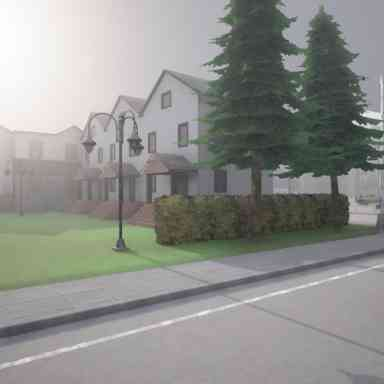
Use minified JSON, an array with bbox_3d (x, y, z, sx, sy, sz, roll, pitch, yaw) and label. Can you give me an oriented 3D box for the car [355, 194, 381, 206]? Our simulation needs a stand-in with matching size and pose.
[{"bbox_3d":[26.486,1.097,48.752,1.932,1.855,4.605,0,0,-36],"label":"car"}]
